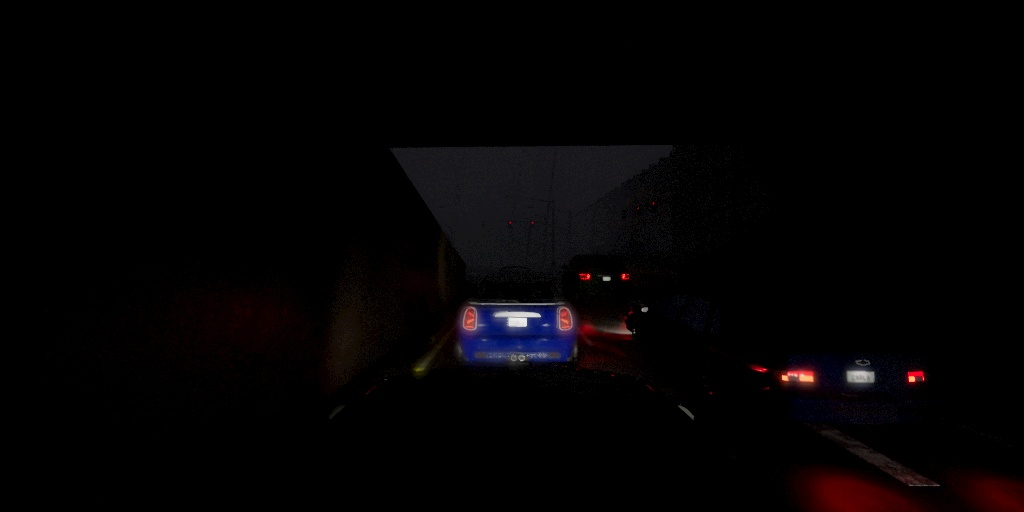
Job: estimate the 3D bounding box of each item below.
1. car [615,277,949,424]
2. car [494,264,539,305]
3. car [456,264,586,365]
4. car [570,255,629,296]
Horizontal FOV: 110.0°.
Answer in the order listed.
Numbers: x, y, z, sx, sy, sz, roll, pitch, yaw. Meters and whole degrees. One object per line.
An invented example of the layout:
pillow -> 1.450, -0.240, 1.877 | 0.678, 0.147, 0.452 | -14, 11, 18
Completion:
car -> 3.612, 1.297, 6.212 | 2.033, 1.411, 5.357 | 0, 0, 0
car -> 0.136, 1.228, 17.267 | 1.882, 1.535, 5.008 | 0, 0, -1
car -> 0.108, 1.102, 7.984 | 2.097, 1.767, 4.553 | 0, 0, 0
car -> 3.649, 0.971, 16.458 | 2.150, 2.045, 5.566 | 0, 0, 0
